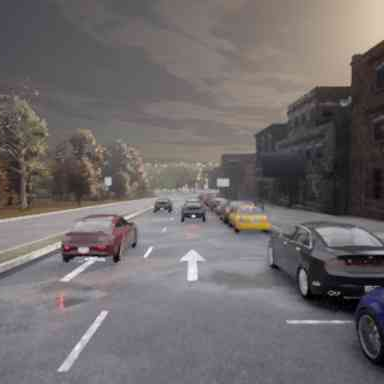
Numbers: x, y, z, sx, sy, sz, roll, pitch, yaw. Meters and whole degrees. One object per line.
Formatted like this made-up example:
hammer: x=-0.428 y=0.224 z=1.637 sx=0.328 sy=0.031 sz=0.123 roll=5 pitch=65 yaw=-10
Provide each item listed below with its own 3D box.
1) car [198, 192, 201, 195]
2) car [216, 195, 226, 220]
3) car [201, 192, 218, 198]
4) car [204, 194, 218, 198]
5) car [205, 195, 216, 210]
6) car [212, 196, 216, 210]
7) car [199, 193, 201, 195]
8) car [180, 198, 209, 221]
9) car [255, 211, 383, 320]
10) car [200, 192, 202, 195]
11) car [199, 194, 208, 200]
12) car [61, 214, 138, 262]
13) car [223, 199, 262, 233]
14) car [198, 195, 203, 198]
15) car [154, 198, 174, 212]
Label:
car: x=3.204 y=1.138 z=85.746 sx=2.435 sy=2.045 sz=5.566 roll=0 pitch=0 yaw=0
car: x=3.235 y=1.328 z=24.909 sx=2.185 sy=1.767 sz=4.553 roll=0 pitch=0 yaw=0
car: x=3.222 y=1.173 z=52.720 sx=2.435 sy=2.045 sz=5.566 roll=0 pitch=0 yaw=0
car: x=3.226 y=1.431 z=47.037 sx=2.231 sy=1.521 sz=4.892 roll=0 pitch=0 yaw=0
car: x=3.227 y=1.437 z=41.510 sx=2.231 sy=1.521 sz=4.892 roll=0 pitch=0 yaw=0
car: x=3.235 y=1.444 z=30.653 sx=1.946 sy=1.575 sz=5.366 roll=0 pitch=0 yaw=0
car: x=3.265 y=1.400 z=76.325 sx=2.231 sy=1.521 sz=4.892 roll=0 pitch=0 yaw=1
car: x=0.108 y=1.478 z=26.500 sx=1.837 sy=1.490 sz=4.892 roll=0 pitch=0 yaw=0
car: x=3.228 y=1.472 z=8.358 sx=2.231 sy=1.521 sz=4.892 roll=0 pitch=0 yaw=0
car: x=3.216 y=1.287 z=63.711 sx=2.185 sy=1.767 sz=4.553 roll=0 pitch=0 yaw=0
car: x=3.201 y=1.384 z=91.236 sx=2.231 sy=1.521 sz=4.892 roll=0 pitch=0 yaw=0
car: x=-3.144 y=1.513 z=11.940 sx=1.812 sy=1.442 sz=4.674 roll=0 pitch=0 yaw=0
car: x=3.231 y=1.456 z=19.600 sx=1.946 sy=1.575 sz=5.366 roll=0 pitch=0 yaw=0
car: x=0.101 y=1.480 z=43.060 sx=1.812 sy=1.442 sz=4.674 roll=0 pitch=0 yaw=0
car: x=-3.145 y=1.465 z=37.328 sx=1.837 sy=1.490 sz=4.892 roll=0 pitch=0 yaw=0
